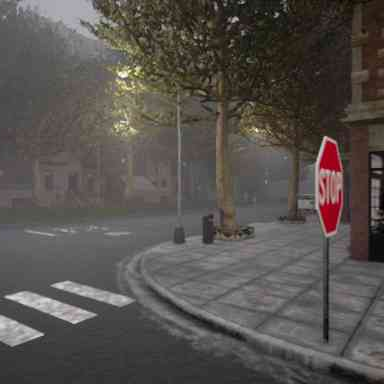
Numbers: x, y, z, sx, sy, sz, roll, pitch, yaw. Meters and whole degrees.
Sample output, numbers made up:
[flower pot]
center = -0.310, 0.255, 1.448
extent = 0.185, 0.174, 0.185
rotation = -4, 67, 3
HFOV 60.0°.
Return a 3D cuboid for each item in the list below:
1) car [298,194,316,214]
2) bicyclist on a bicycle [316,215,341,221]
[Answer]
[car]
center = 12.830, 1.225, 35.748
extent = 2.435, 2.045, 5.566
rotation = 0, 0, 36
[bicyclist on a bicycle]
center = 9.376, 1.298, 22.921
extent = 1.656, 1.620, 0.582
rotation = 0, 0, 36
